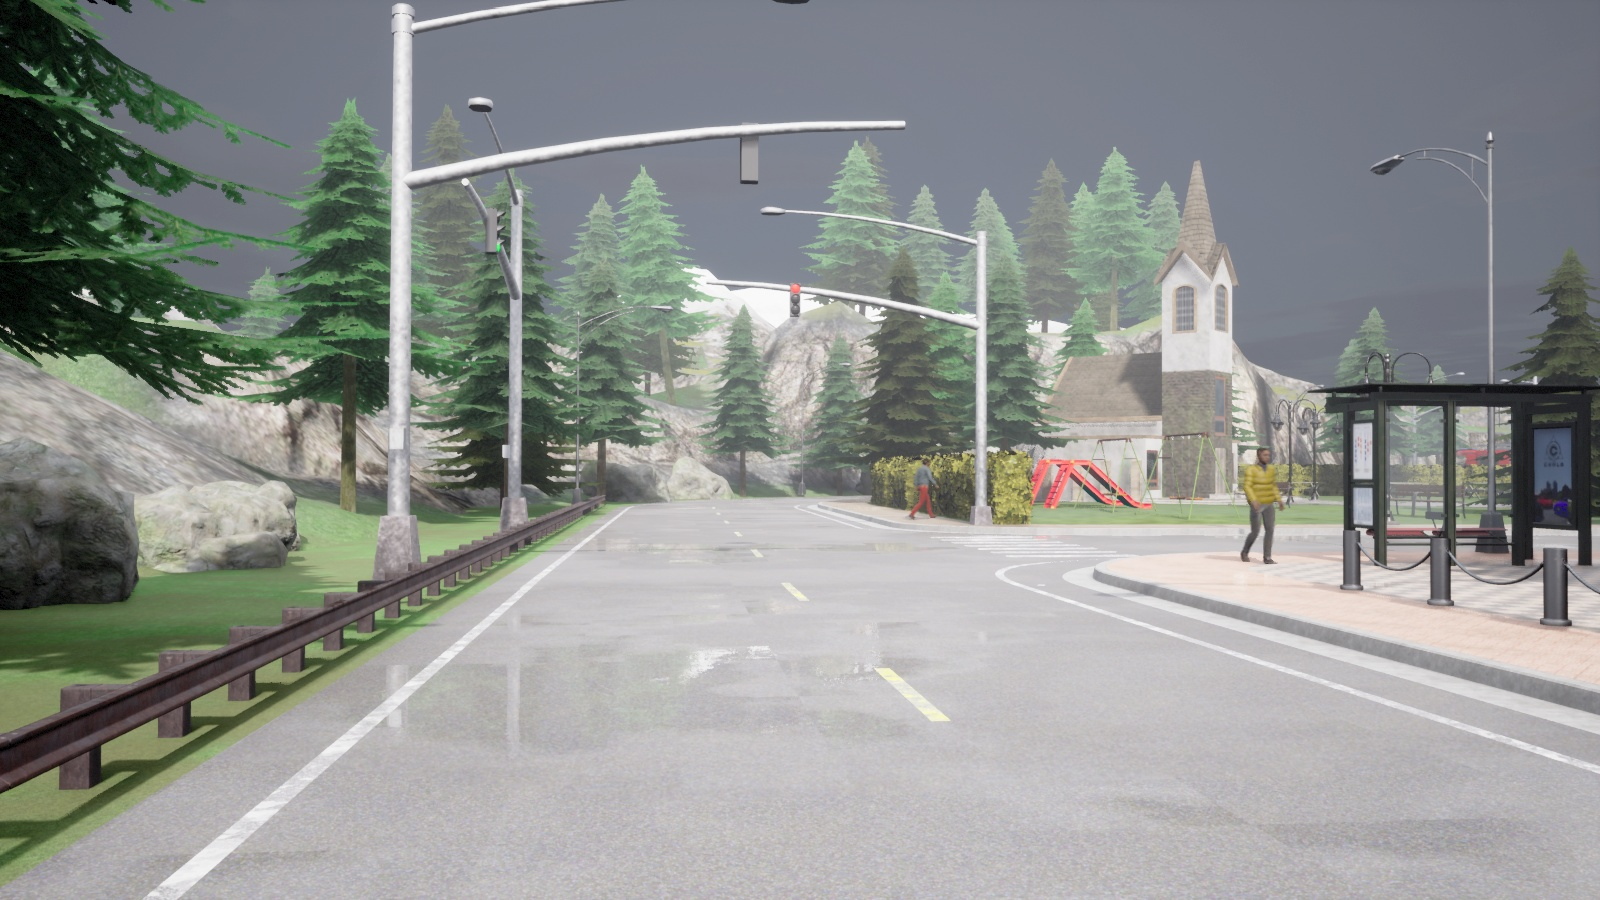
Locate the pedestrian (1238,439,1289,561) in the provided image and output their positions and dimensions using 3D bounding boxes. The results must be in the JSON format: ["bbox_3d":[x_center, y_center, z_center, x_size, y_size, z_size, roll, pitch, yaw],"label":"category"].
[{"bbox_3d":[7.086,0.755,19.219,0.431,1.840,0.709,0,-1,-8],"label":"pedestrian"}]

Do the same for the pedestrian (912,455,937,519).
[{"bbox_3d":[3.611,1.058,36.292,0.614,1.847,0.353,0,-1,-26],"label":"pedestrian"}]
